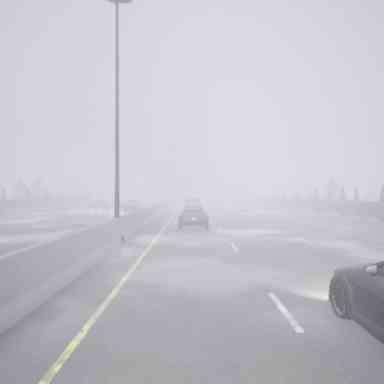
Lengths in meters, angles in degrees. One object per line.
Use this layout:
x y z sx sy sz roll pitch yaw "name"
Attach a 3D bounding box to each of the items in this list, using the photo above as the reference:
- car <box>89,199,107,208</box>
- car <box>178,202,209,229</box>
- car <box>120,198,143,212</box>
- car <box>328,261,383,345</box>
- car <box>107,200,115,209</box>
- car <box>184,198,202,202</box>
-14.098 1.727 50.410 1.994 1.385 4.181 0 0 0 "car"
0.097 1.613 22.316 1.994 1.385 4.181 0 0 0 "car"
-7.092 1.620 40.451 1.837 1.490 4.892 0 0 0 "car"
3.599 1.572 4.704 1.994 1.385 4.181 0 0 0 "car"
-10.603 1.681 48.775 1.812 1.442 4.674 0 0 0 "car"
0.095 1.464 39.859 2.097 1.767 4.553 0 0 0 "car"
